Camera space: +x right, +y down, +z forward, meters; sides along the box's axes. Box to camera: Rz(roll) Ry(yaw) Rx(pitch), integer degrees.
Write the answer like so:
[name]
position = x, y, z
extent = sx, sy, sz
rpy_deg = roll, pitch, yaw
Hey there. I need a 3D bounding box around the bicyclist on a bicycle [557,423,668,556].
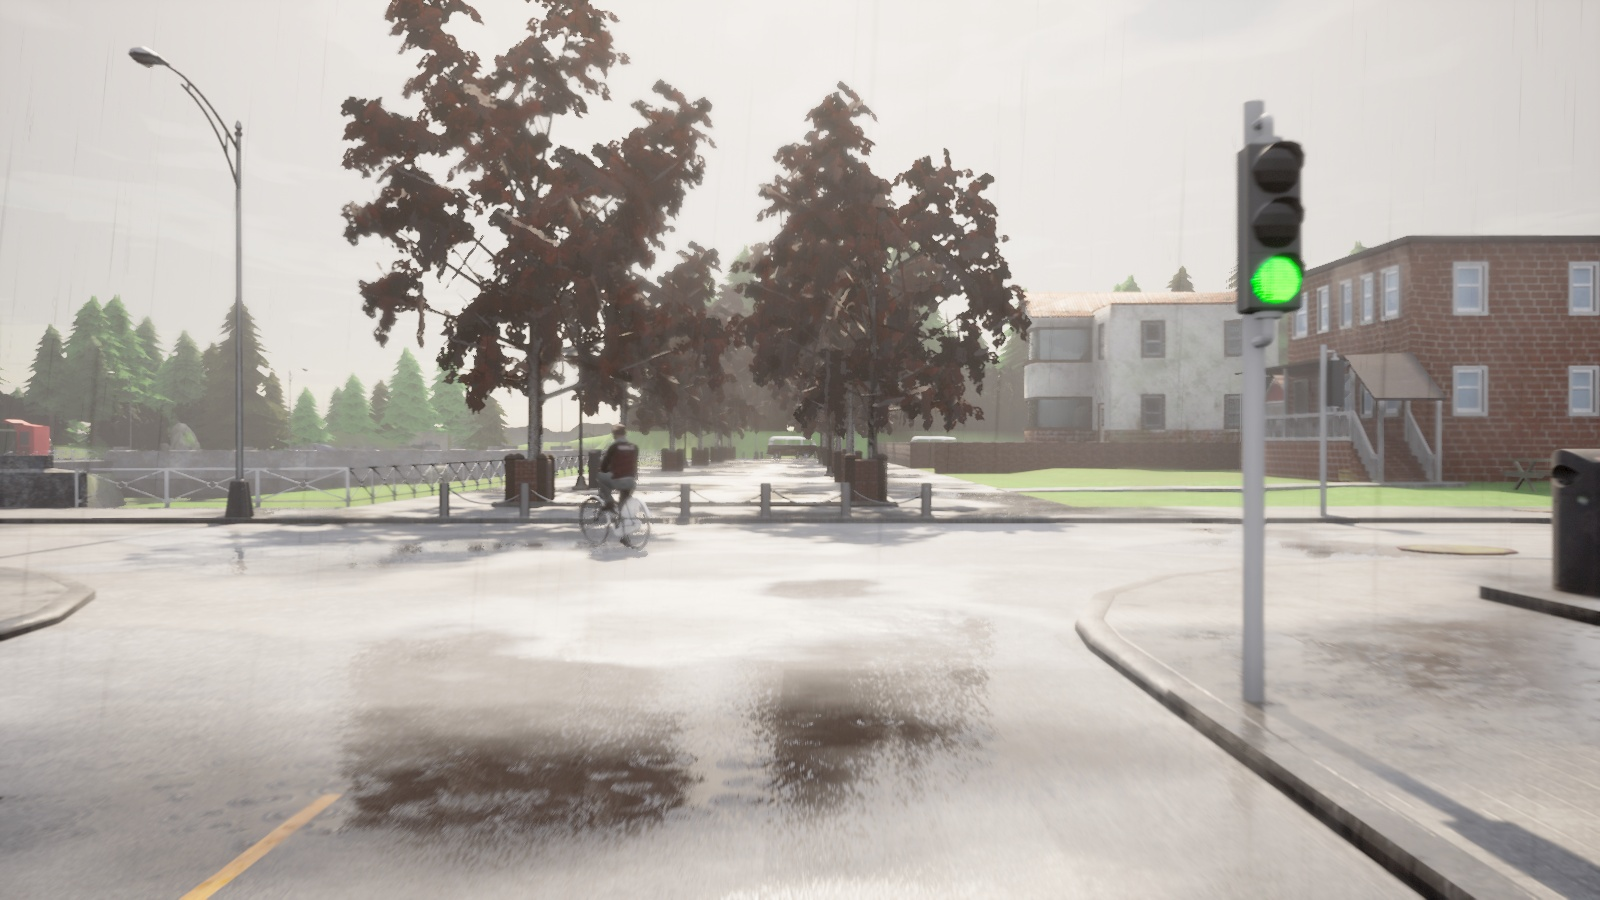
[bicyclist on a bicycle]
position = -2.672, 0.515, 17.741
extent = 0.659, 1.776, 1.843
rpy_deg = -2, 2, -39
